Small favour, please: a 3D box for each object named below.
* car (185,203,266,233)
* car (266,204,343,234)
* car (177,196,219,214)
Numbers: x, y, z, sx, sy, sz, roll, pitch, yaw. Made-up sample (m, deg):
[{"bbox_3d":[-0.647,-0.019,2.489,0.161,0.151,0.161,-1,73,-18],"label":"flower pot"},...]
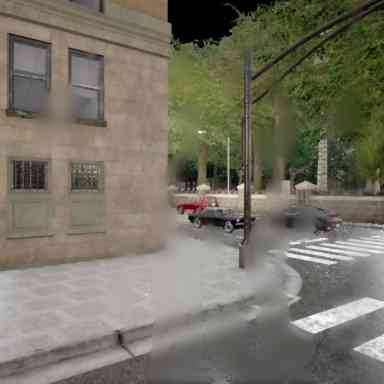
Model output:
[{"bbox_3d":[1.816,1.585,19.855,1.895,1.301,4.718,0,0,-35],"label":"car"},{"bbox_3d":[6.137,1.493,19.261,1.837,1.490,4.892,-2,1,-38],"label":"car"},{"bbox_3d":[0.571,1.285,31.798,2.192,1.841,5.009,0,0,-35],"label":"car"}]
